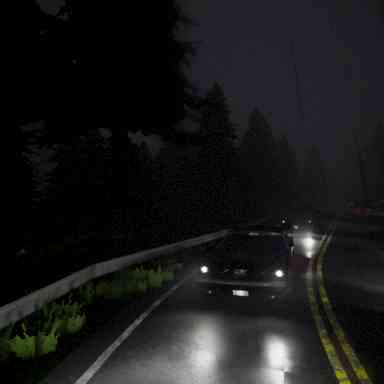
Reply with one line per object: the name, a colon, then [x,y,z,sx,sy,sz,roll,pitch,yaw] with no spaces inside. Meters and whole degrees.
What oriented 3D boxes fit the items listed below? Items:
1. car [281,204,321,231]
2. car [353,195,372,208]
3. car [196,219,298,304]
car: [6.682,1.460,20.056,2.033,1.411,5.357,-2,0,26]
car: [20.651,1.058,40.228,2.128,1.511,4.902,-2,0,28]
car: [1.593,1.598,8.418,1.895,1.301,4.718,-1,0,18]
